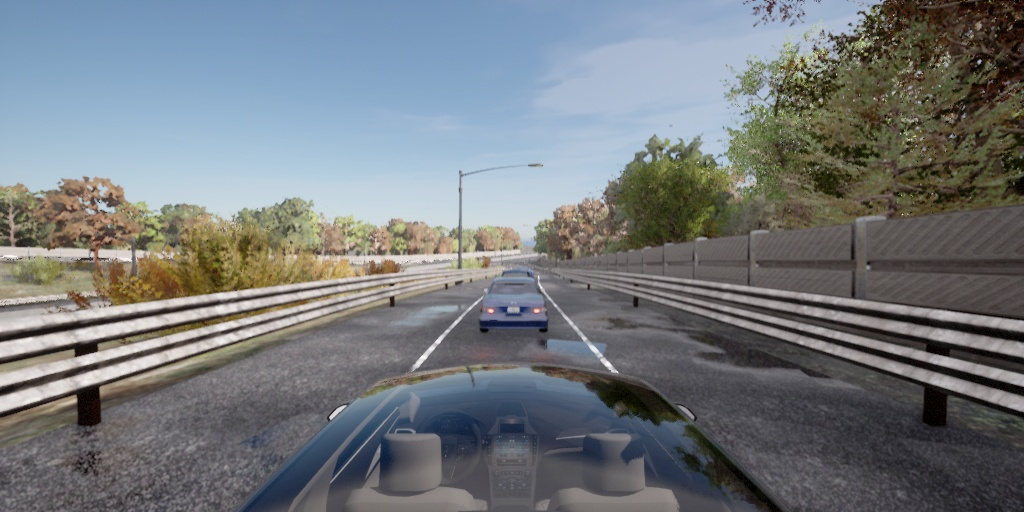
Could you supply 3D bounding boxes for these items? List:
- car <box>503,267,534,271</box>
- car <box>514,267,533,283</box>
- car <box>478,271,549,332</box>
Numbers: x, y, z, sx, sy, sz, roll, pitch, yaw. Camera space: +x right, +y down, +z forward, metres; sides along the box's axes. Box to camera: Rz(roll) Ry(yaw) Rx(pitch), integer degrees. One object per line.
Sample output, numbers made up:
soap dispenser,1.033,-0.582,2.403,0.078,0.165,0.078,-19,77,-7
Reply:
car,0.199,1.422,17.726,1.837,1.490,4.892,0,-1,1
car,1.257,2.005,38.534,1.882,1.535,5.008,0,-2,4
car,0.066,1.335,10.885,2.033,1.411,5.357,0,-1,1
